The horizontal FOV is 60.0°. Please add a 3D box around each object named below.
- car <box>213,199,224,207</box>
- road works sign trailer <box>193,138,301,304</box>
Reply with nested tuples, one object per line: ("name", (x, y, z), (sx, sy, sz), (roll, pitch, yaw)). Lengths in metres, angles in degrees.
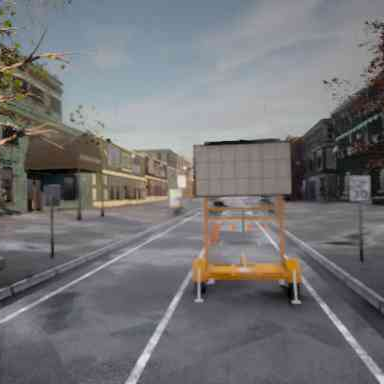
("car", (4.821, 1.949, 59.944), (1.895, 1.301, 4.718), (-1, 0, 7))
("road works sign trailer", (1.273, 0.516, 8.308), (2.380, 3.560, 2.880), (-1, -1, 7))
